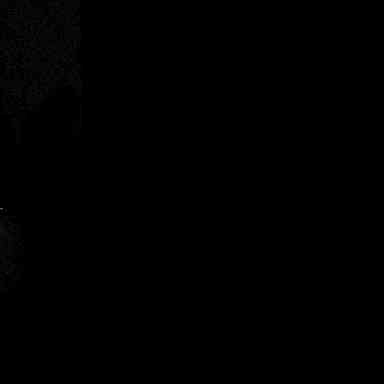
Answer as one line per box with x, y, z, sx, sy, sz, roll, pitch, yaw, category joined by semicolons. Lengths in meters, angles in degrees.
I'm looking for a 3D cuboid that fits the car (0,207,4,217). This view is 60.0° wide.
-15.537;1.262;22.623;1.882;1.535;5.008;-1;0;35;car
